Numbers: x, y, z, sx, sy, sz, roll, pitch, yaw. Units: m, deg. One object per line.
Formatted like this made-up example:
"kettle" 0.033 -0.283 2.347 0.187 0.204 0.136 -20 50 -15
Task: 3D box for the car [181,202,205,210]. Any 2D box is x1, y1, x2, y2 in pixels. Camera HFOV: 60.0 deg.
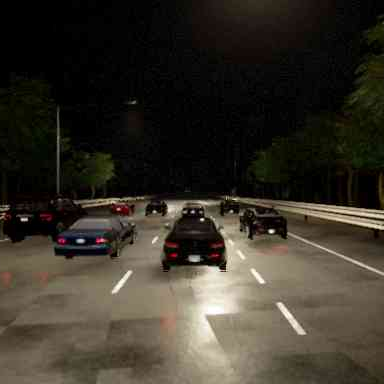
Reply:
"car" 0.091 1.570 27.716 2.033 1.411 5.357 0 0 0

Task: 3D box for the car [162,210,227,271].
"car" 0.077 1.532 10.808 1.812 1.442 4.674 0 0 0

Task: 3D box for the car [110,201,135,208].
"car" -6.899 1.592 33.368 1.994 1.385 4.181 0 0 0

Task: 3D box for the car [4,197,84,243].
"car" -6.903 1.232 16.388 2.150 2.045 5.566 0 0 0

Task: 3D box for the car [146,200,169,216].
"car" -3.399 1.532 32.734 1.837 1.490 4.892 0 0 0

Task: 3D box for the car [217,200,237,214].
"car" 3.600 1.532 32.899 1.837 1.490 4.892 0 0 0

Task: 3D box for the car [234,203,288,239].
"car" 3.597 1.517 17.460 1.837 1.490 4.892 0 0 0

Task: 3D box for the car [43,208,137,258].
"car" -3.411 1.556 12.724 2.033 1.411 5.357 0 0 0
